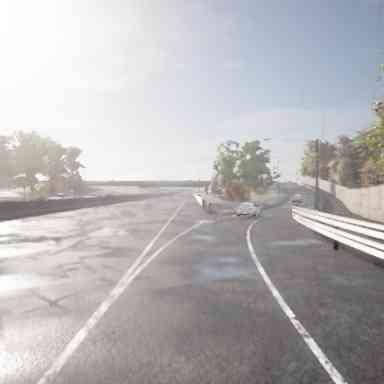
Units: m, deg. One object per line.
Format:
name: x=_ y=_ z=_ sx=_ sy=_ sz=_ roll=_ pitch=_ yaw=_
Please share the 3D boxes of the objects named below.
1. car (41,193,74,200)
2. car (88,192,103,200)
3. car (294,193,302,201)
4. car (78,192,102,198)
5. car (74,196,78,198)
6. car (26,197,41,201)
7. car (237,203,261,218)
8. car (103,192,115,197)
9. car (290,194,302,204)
car: x=-21.037 y=1.223 z=52.391 sx=2.150 sy=2.045 sz=5.566 roll=0 pitch=0 yaw=1
car: x=-24.493 y=1.063 z=84.518 sx=2.150 sy=2.045 sz=5.566 roll=0 pitch=0 yaw=0
car: x=26.328 y=1.239 z=82.629 sx=1.812 sy=1.442 sz=4.674 roll=0 pitch=4 yaw=19
car: x=-20.994 y=1.240 z=68.505 sx=2.150 sy=2.045 sz=5.566 roll=0 pitch=0 yaw=0
car: x=-24.494 y=1.539 z=68.460 sx=1.812 sy=1.442 sz=4.674 roll=0 pitch=0 yaw=0
car: x=-24.538 y=1.507 z=52.332 sx=1.837 sy=1.490 sz=4.892 roll=0 pitch=0 yaw=1
car: x=6.046 y=1.897 z=35.166 sx=1.812 sy=1.442 sz=4.674 roll=0 pitch=-1 yaw=21
car: x=-20.993 y=0.872 z=84.148 sx=2.150 sy=2.045 sz=5.566 roll=0 pitch=0 yaw=0
car: x=22.832 y=1.838 z=73.154 sx=1.812 sy=1.442 sz=4.674 roll=0 pitch=3 yaw=20
